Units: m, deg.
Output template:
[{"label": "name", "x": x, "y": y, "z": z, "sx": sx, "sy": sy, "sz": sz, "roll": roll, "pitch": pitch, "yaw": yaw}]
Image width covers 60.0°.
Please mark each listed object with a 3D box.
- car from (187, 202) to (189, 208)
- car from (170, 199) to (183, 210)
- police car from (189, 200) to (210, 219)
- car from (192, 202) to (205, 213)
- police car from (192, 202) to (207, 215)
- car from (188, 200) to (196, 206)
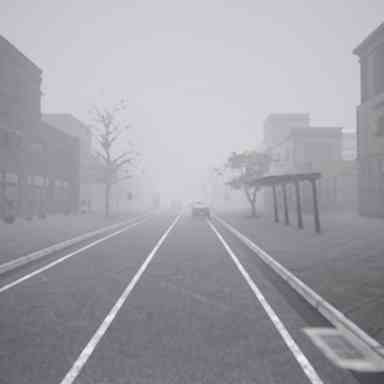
[{"label": "car", "x": 0.003, "y": 2.583, "z": 71.965, "sx": 1.837, "sy": 1.490, "sz": 4.892, "roll": 0, "pitch": -1, "yaw": 0}, {"label": "car", "x": -3.017, "y": 2.335, "z": 64.529, "sx": 2.150, "sy": 2.045, "sz": 5.566, "roll": 0, "pitch": -1, "yaw": 1}, {"label": "police car", "x": 0.901, "y": 1.945, "z": 35.410, "sx": 1.930, "sy": 1.638, "sz": 5.238, "roll": 0, "pitch": -1, "yaw": 0}, {"label": "car", "x": 0.902, "y": 2.327, "z": 51.296, "sx": 1.882, "sy": 1.535, "sz": 5.008, "roll": 0, "pitch": -1, "yaw": 0}, {"label": "police car", "x": 0.902, "y": 2.153, "z": 45.408, "sx": 1.930, "sy": 1.638, "sz": 5.238, "roll": 0, "pitch": -1, "yaw": 0}, {"label": "car", "x": 0.004, "y": 2.827, "z": 86.961, "sx": 2.033, "sy": 1.411, "sz": 5.357, "roll": 0, "pitch": -1, "yaw": 0}]
